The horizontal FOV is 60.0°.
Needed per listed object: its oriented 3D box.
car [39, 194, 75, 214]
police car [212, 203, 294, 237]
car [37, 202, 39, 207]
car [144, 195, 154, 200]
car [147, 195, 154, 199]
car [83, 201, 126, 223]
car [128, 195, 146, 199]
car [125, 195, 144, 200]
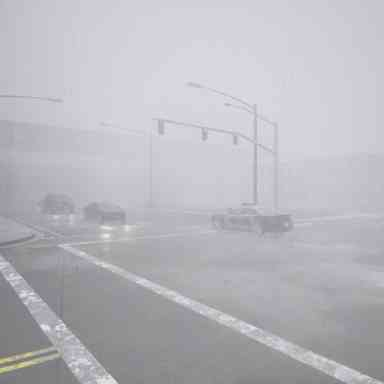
[{"bbox_3d":[-14.674,1.247,36.456,2.150,2.045,5.566,0,0,-37],"label":"car"},{"bbox_3d":[3.112,1.447,18.443,1.930,1.638,5.238,0,-1,-36],"label":"police car"},{"bbox_3d":[-22.018,1.578,50.801,2.033,1.411,5.357,0,0,-9],"label":"car"},{"bbox_3d":[-11.625,1.557,93.041,2.038,1.542,4.974,0,0,-5],"label":"car"},{"bbox_3d":[-11.630,1.399,93.093,1.853,1.218,4.536,0,0,-5],"label":"car"},{"bbox_3d":[-6.886,1.503,25.943,1.882,1.535,5.008,0,0,-37],"label":"car"},{"bbox_3d":[-15.403,1.392,93.006,4.536,1.218,1.853,0,0,25],"label":"car"},{"bbox_3d":[-15.356,1.550,92.984,4.974,1.542,2.038,0,0,25],"label":"car"}]
